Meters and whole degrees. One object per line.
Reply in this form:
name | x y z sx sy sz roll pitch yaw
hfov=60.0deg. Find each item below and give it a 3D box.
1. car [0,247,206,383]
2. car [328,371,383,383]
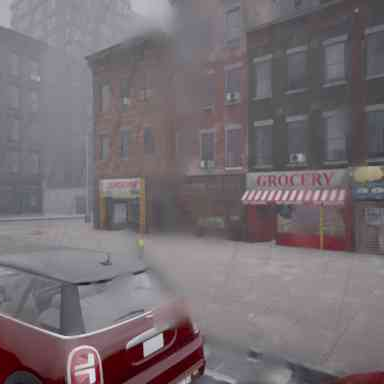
car | -1.930 1.440 4.219 4.097 1.590 1.967 0 0 36
car | 2.533 1.545 0.998 4.507 1.381 1.887 0 0 36
